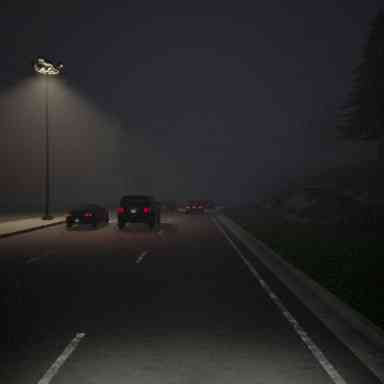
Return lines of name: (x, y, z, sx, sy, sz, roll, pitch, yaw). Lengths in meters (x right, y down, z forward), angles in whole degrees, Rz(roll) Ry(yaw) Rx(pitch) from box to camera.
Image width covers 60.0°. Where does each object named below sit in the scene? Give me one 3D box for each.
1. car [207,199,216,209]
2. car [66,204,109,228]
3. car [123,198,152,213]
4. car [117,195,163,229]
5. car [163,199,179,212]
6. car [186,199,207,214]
car: (1.884, 1.564, 44.280, 1.994, 1.385, 4.181, 0, 0, 14)
car: (-6.899, 1.525, 22.262, 1.812, 1.442, 4.674, 0, 0, 0)
car: (-6.322, 1.491, 38.940, 2.128, 1.511, 4.902, 0, 0, 6)
car: (-3.399, 1.221, 21.996, 2.150, 2.045, 5.566, 0, 0, 0)
car: (-2.783, 1.526, 39.248, 1.812, 1.442, 4.674, 0, 0, 7)
car: (0.321, 1.547, 35.010, 2.033, 1.411, 5.357, 0, 0, 2)
